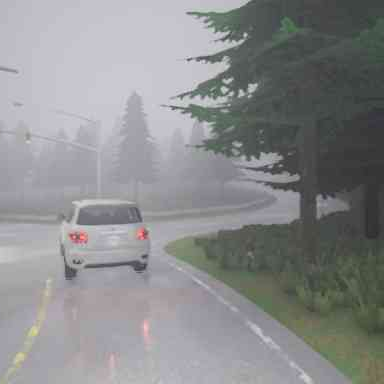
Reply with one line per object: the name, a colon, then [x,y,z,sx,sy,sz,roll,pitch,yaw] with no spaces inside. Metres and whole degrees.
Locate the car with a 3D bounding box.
car: [-2.921,1.240,10.465,2.150,2.045,5.566,0,0,-23]
